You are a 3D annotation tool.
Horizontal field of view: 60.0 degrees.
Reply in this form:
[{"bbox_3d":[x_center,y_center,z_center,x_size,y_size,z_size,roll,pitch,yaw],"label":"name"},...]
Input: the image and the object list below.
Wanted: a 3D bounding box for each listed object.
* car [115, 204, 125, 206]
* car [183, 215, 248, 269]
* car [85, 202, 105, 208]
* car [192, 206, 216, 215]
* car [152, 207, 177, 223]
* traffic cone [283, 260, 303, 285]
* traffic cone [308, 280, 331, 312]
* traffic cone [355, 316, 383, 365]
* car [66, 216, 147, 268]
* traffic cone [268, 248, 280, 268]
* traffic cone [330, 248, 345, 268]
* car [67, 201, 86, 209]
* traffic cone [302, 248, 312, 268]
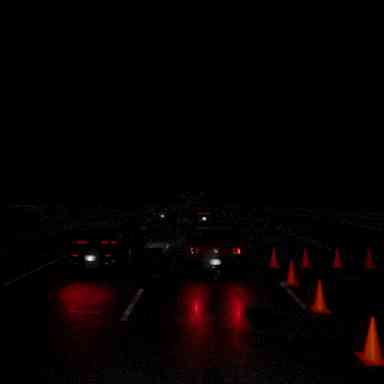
[{"bbox_3d":[-12.585,2.895,57.478,1.882,1.535,5.008,0,-2,2],"label":"car"},{"bbox_3d":[0.715,1.728,11.699,1.895,1.301,4.718,0,-1,1],"label":"car"},{"bbox_3d":[-16.094,2.861,56.986,1.882,1.535,5.008,0,-2,2],"label":"car"},{"bbox_3d":[1.047,1.993,29.514,1.837,1.490,4.892,0,-2,1],"label":"car"},{"bbox_3d":[-2.446,2.050,29.944,1.994,1.385,4.181,0,-2,1],"label":"car"},{"bbox_3d":[2.569,2.057,8.594,0.340,0.580,0.340,0,-1,1],"label":"traffic cone"},{"bbox_3d":[2.532,2.036,6.594,0.340,0.580,0.340,0,-1,1],"label":"traffic cone"},{"bbox_3d":[2.495,2.015,4.594,0.340,0.580,0.340,0,-1,1],"label":"traffic cone"},{"bbox_3d":[-2.785,1.617,11.673,1.837,1.490,4.892,0,-1,1],"label":"car"},{"bbox_3d":[2.606,2.079,10.593,0.340,0.580,0.340,0,-1,1],"label":"traffic cone"},{"bbox_3d":[4.606,2.086,10.556,0.340,0.580,0.340,0,-1,1],"label":"traffic cone"},{"bbox_3d":[-19.585,2.597,57.249,2.150,2.045,5.566,0,-2,2],"label":"car"},{"bbox_3d":[3.606,2.083,10.574,0.340,0.580,0.340,0,-1,1],"label":"traffic cone"}]
